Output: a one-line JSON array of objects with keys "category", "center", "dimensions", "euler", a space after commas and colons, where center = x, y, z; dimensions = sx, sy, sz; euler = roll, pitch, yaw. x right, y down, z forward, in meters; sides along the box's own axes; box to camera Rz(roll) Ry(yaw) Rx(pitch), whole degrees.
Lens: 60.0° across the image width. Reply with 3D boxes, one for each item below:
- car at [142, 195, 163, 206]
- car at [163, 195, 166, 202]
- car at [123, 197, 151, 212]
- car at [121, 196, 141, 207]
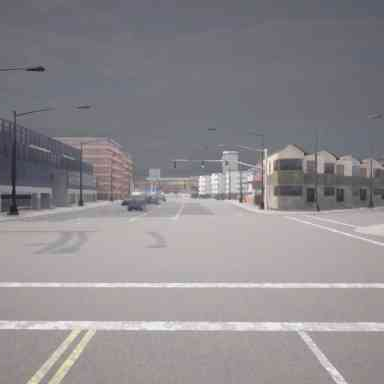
[{"category": "car", "center": [-6.949, 1.425, 58.906], "dimensions": [2.097, 1.767, 4.553], "euler": [0, 1, 0]}, {"category": "car", "center": [-6.839, 1.430, 74.237], "dimensions": [2.033, 1.411, 5.357], "euler": [0, 0, 0]}, {"category": "car", "center": [-7.010, 1.797, 42.831], "dimensions": [2.033, 1.411, 5.357], "euler": [0, 0, 0]}, {"category": "car", "center": [-10.468, 1.672, 55.799], "dimensions": [2.033, 1.411, 5.357], "euler": [0, 1, 0]}]
